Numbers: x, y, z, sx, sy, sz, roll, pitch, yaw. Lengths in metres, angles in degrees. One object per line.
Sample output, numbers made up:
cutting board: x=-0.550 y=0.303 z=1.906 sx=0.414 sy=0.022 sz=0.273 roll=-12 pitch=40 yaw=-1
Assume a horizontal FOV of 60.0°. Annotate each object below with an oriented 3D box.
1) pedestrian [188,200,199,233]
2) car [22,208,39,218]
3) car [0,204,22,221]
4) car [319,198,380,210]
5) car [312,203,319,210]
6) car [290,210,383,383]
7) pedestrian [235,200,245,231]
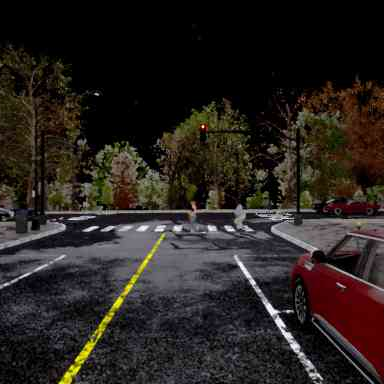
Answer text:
pedestrian: x=0.102 y=1.297 z=18.254 sx=0.375 sy=1.860 sz=0.375 roll=1 pitch=-1 yaw=0
car: x=-16.102 y=1.733 z=29.205 sx=4.718 sy=1.301 sz=1.895 roll=-1 pitch=-1 yaw=1
car: x=-16.429 y=1.583 z=25.951 sx=4.902 sy=1.511 sz=2.128 roll=-1 pitch=-1 yaw=2
car: x=15.183 y=1.459 z=31.897 sx=4.718 sy=1.301 sz=1.895 roll=-1 pitch=-1 yaw=1
car: x=15.249 y=1.406 z=35.150 sx=4.892 sy=1.490 sz=1.837 roll=-1 pitch=-1 yaw=1
car: x=2.720 y=1.316 z=3.837 sx=2.192 sy=1.841 sz=5.009 roll=1 pitch=0 yaw=0
pedestrian: x=2.724 y=1.297 z=18.850 sx=0.375 sy=1.860 sz=0.375 roll=1 pitch=-1 yaw=0
